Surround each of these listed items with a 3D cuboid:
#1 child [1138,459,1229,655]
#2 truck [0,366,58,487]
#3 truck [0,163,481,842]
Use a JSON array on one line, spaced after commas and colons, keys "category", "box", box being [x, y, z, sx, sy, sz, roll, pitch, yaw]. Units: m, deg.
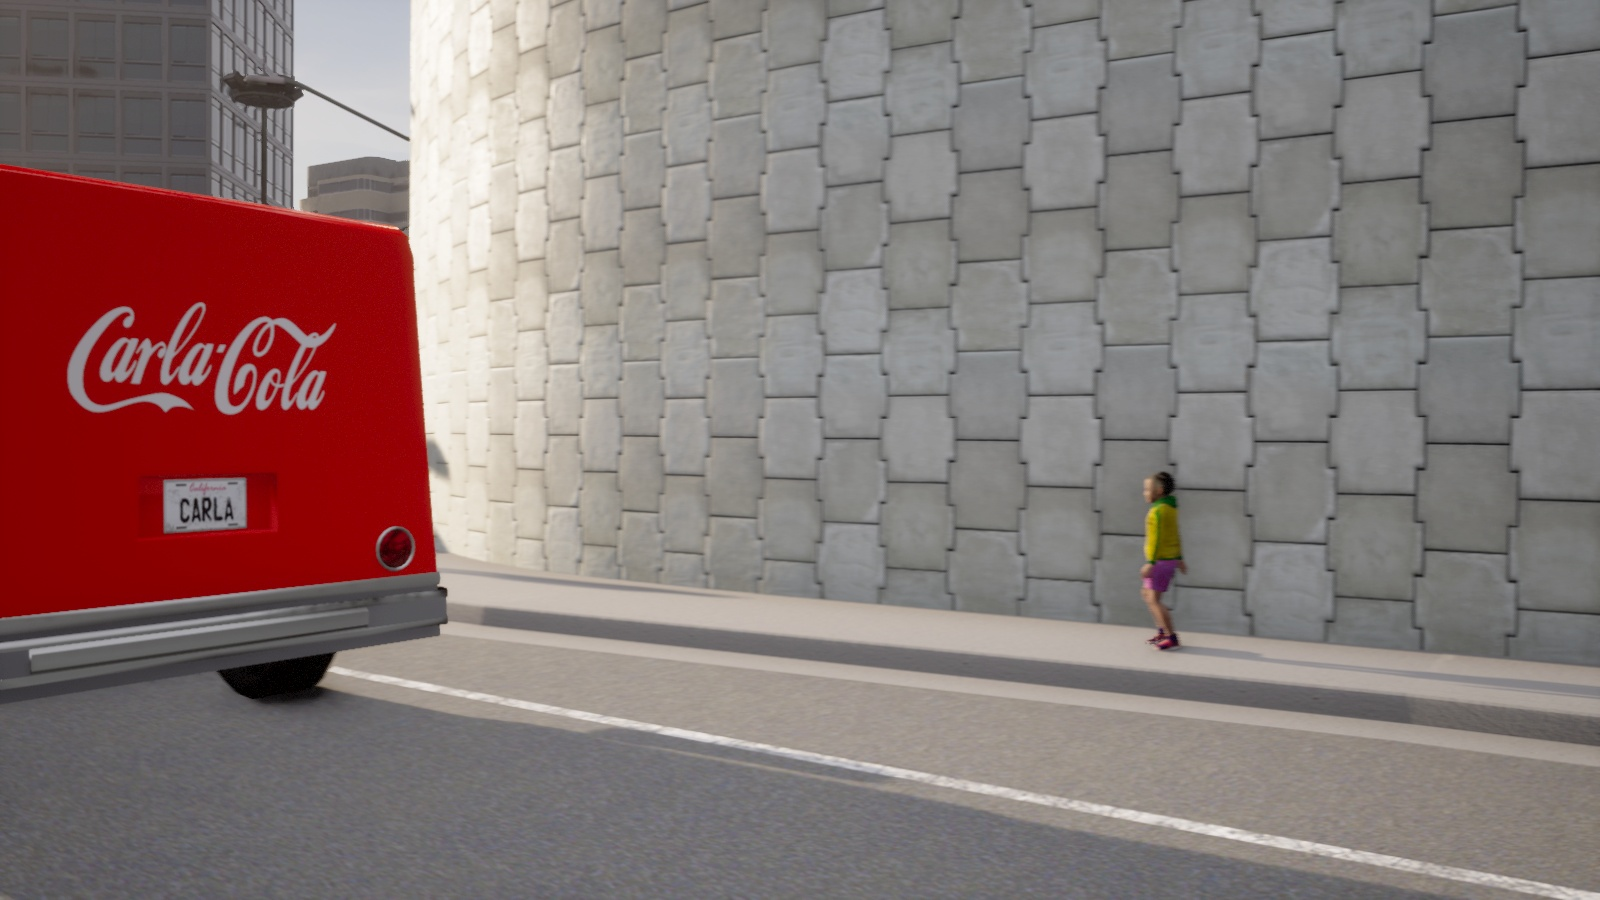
[{"category": "child", "box": [2.355, 0.640, 7.712, 0.473, 1.160, 0.299, 0, 1, 30]}, {"category": "truck", "box": [-28.210, -0.713, 39.243, 8.468, 3.827, 2.891, -1, 1, -34]}, {"category": "truck", "box": [-4.496, 0.187, 6.793, 5.204, 2.467, 2.627, 0, 1, 37]}]
